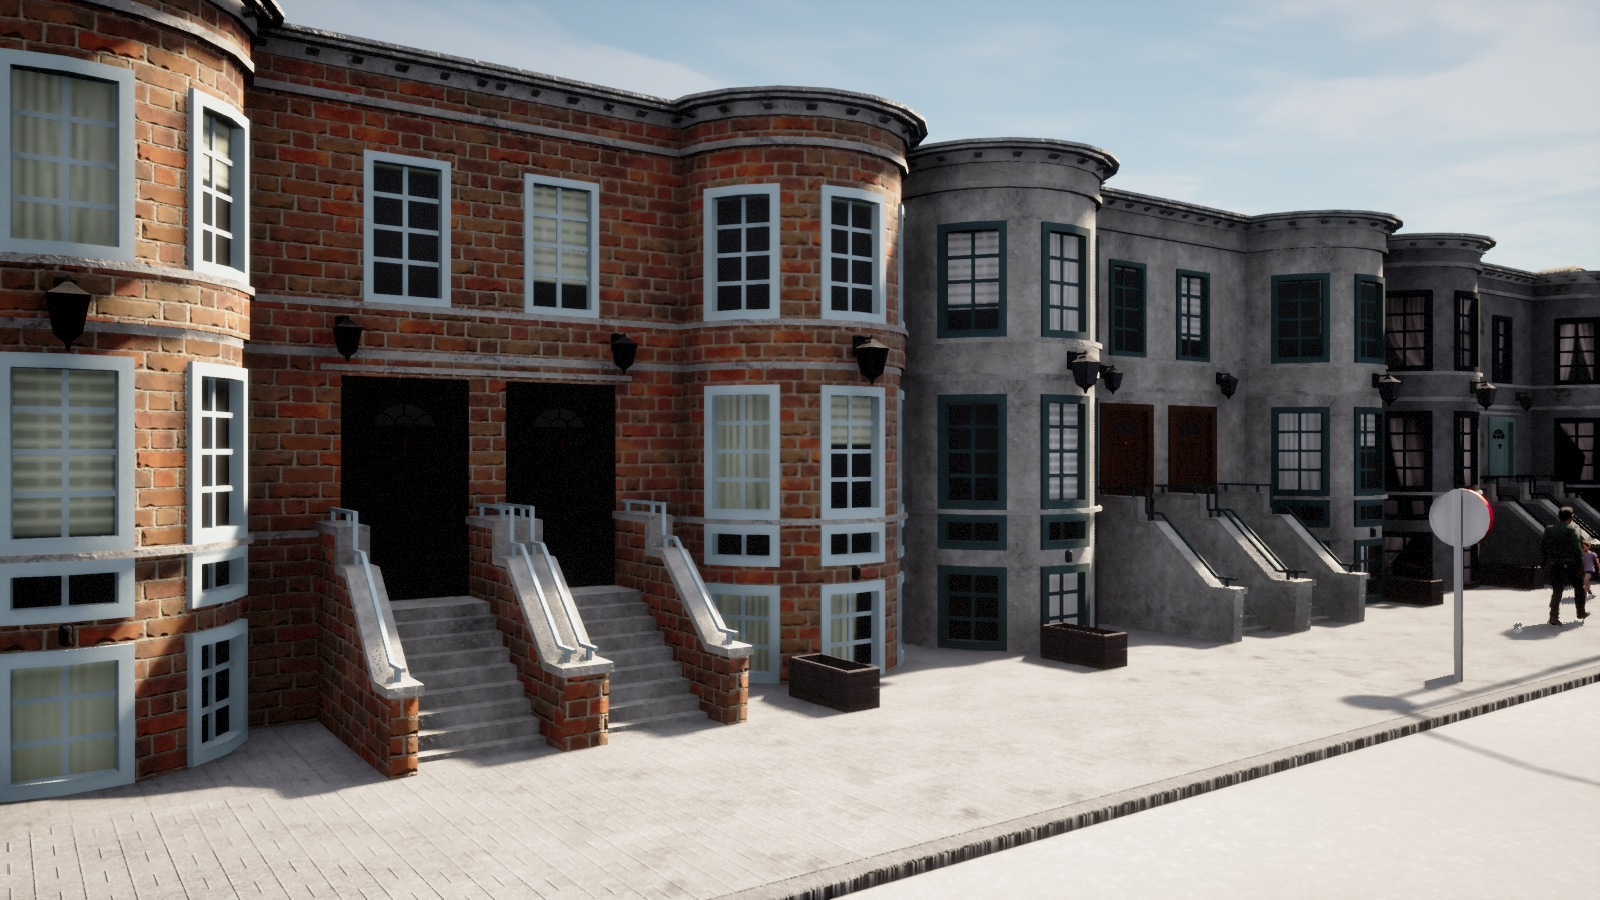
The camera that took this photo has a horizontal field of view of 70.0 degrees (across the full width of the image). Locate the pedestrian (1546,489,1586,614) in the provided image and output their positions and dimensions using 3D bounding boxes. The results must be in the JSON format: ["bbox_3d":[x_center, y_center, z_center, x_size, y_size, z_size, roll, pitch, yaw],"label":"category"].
[{"bbox_3d":[11.643,1.524,17.367,0.375,1.860,0.375,0,0,-28],"label":"pedestrian"}]

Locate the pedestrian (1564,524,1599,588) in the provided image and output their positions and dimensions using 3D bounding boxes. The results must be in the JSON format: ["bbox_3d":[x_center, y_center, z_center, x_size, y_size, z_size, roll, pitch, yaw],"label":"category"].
[{"bbox_3d":[14.221,1.904,20.649,0.500,1.100,0.500,0,0,-26],"label":"pedestrian"}]
